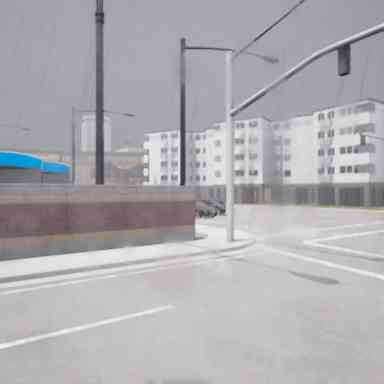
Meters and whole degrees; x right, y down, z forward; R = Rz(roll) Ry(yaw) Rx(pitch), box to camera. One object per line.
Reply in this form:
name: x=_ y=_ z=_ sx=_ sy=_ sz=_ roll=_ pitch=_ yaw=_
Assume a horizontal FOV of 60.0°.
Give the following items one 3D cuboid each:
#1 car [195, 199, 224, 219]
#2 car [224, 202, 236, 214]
car: x=0.328 y=1.492 z=29.366 sx=1.837 sy=1.490 sz=4.892 roll=0 pitch=0 yaw=-36
car: x=2.235 y=1.490 z=32.655 sx=1.837 sy=1.490 sz=4.892 roll=0 pitch=0 yaw=-37
